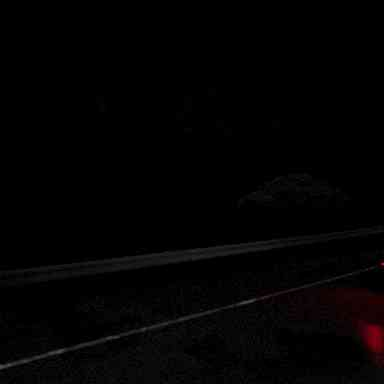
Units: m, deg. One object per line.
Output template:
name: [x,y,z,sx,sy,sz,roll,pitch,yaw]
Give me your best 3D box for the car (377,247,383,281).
car: [6.508,1.562,8.515,4.674,1.442,1.812,0,0,-36]
